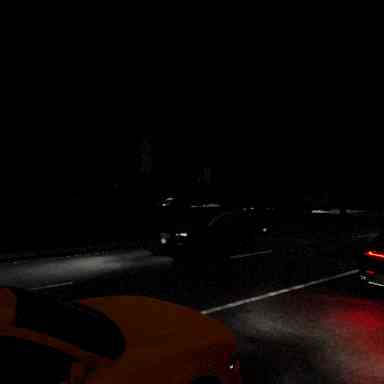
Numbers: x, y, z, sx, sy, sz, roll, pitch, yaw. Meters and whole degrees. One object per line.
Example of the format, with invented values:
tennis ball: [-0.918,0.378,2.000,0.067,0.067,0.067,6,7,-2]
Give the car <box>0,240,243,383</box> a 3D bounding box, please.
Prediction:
car: [-1.813,1.478,2.437,5.008,1.535,1.882,0,0,-36]

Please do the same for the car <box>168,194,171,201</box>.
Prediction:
car: [-6.104,1.239,74.804,2.128,1.511,4.902,-1,0,-38]

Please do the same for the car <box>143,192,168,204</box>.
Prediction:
car: [-7.115,1.022,59.149,2.150,2.045,5.566,-1,0,-38]

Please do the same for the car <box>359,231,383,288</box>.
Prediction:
car: [5.900,1.468,7.959,4.892,1.490,1.837,0,0,-35]

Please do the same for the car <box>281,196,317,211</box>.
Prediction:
car: [10.978,1.350,36.549,1.994,1.385,4.181,-1,0,-39]

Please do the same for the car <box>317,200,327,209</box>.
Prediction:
car: [13.387,1.234,39.136,1.882,1.535,5.008,-1,0,-39]

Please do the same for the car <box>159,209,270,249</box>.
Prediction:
car: [0.981,1.461,13.297,4.902,1.511,2.128,0,0,-36]

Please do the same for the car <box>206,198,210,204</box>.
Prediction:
car: [0.924,1.257,54.672,2.128,1.511,4.902,-1,0,-39]

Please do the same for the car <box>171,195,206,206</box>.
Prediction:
car: [-0.589,1.300,50.959,1.837,1.490,4.892,-1,0,-39]
